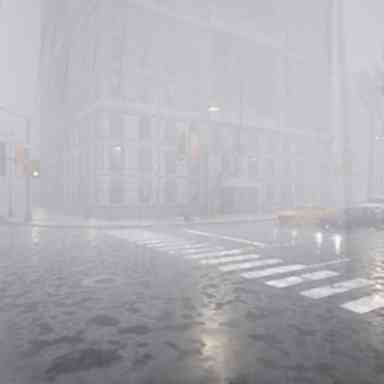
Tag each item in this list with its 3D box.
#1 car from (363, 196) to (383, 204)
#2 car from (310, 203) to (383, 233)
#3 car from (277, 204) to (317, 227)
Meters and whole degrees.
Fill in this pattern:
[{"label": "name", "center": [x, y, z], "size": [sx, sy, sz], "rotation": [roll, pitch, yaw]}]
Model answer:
[{"label": "car", "center": [16.771, 1.392, 29.411], "size": [5.566, 2.045, 2.150], "rotation": [0, 0, -33]}, {"label": "car", "center": [10.139, 1.665, 20.925], "size": [5.357, 1.411, 2.033], "rotation": [0, 0, -33]}, {"label": "car", "center": [8.238, 1.605, 23.860], "size": [5.008, 1.535, 1.882], "rotation": [0, 0, -33]}]
